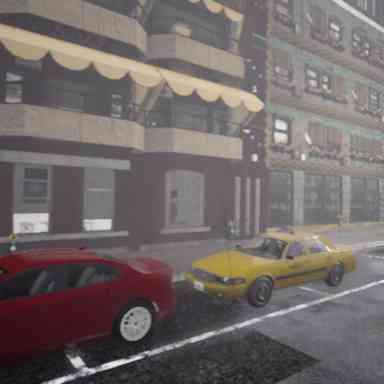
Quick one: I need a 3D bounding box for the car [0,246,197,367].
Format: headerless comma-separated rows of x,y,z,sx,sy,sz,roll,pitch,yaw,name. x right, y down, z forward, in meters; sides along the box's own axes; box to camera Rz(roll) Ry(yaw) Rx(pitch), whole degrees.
-2.355,1.552,4.864,4.507,1.381,1.887,1,1,-35,car

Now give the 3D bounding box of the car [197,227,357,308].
2.108,1.576,8.044,4.829,1.417,1.752,1,1,-35,car
